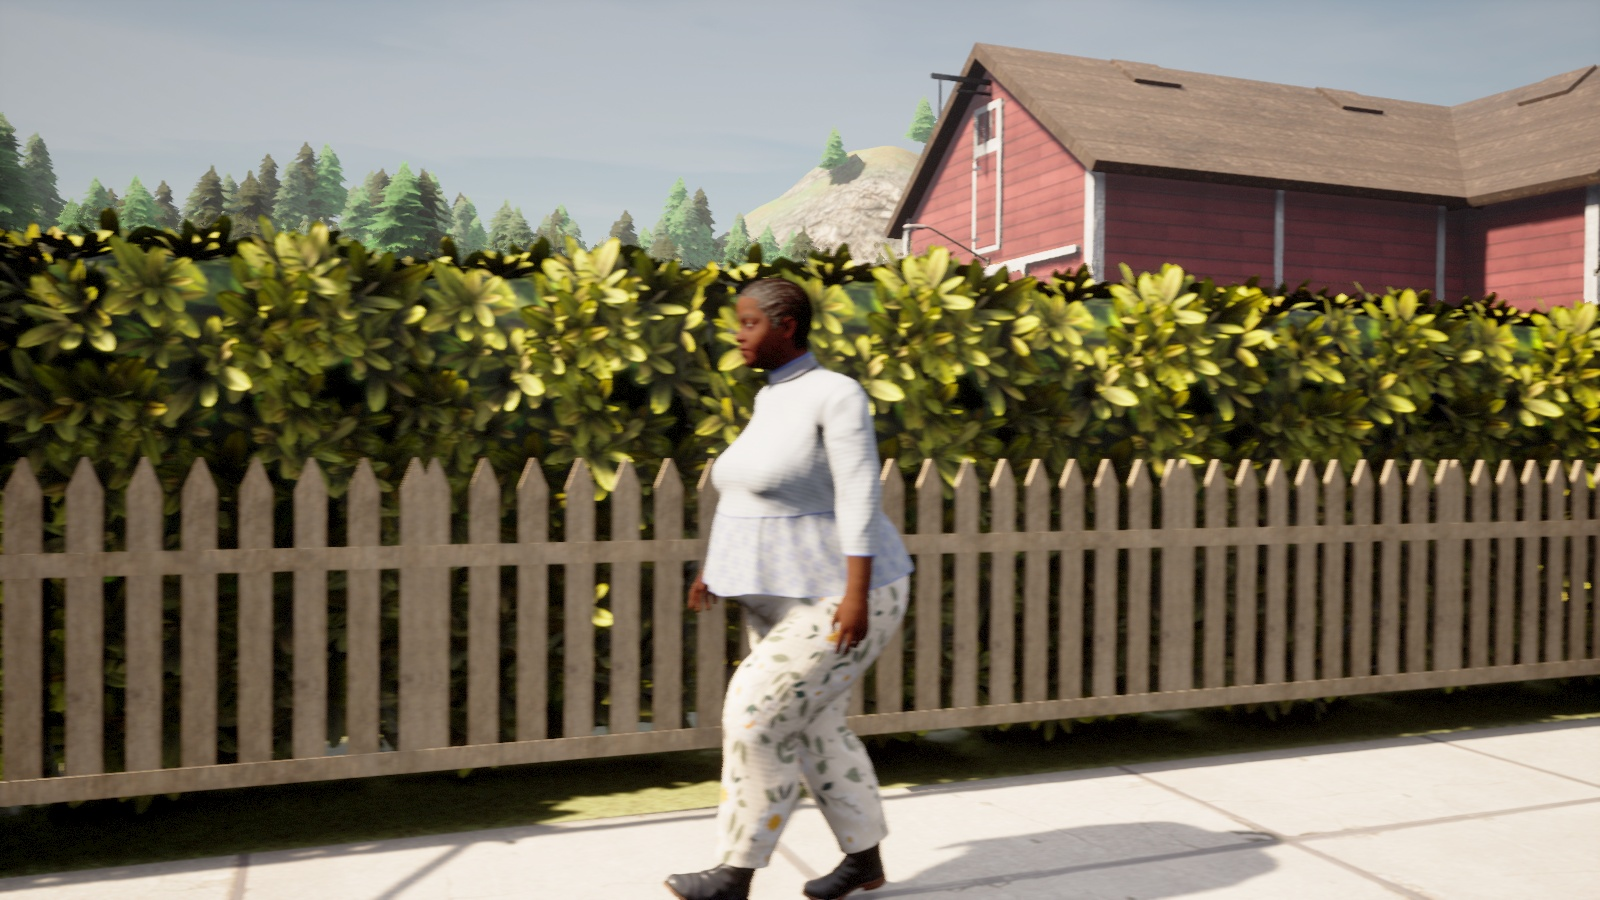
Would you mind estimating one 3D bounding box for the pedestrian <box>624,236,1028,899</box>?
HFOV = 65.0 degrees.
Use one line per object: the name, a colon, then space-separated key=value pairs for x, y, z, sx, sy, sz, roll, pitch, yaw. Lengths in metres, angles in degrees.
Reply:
pedestrian: x=0.036 y=0.394 z=3.637 sx=0.900 sy=1.855 sz=0.874 roll=-1 pitch=1 yaw=-19
